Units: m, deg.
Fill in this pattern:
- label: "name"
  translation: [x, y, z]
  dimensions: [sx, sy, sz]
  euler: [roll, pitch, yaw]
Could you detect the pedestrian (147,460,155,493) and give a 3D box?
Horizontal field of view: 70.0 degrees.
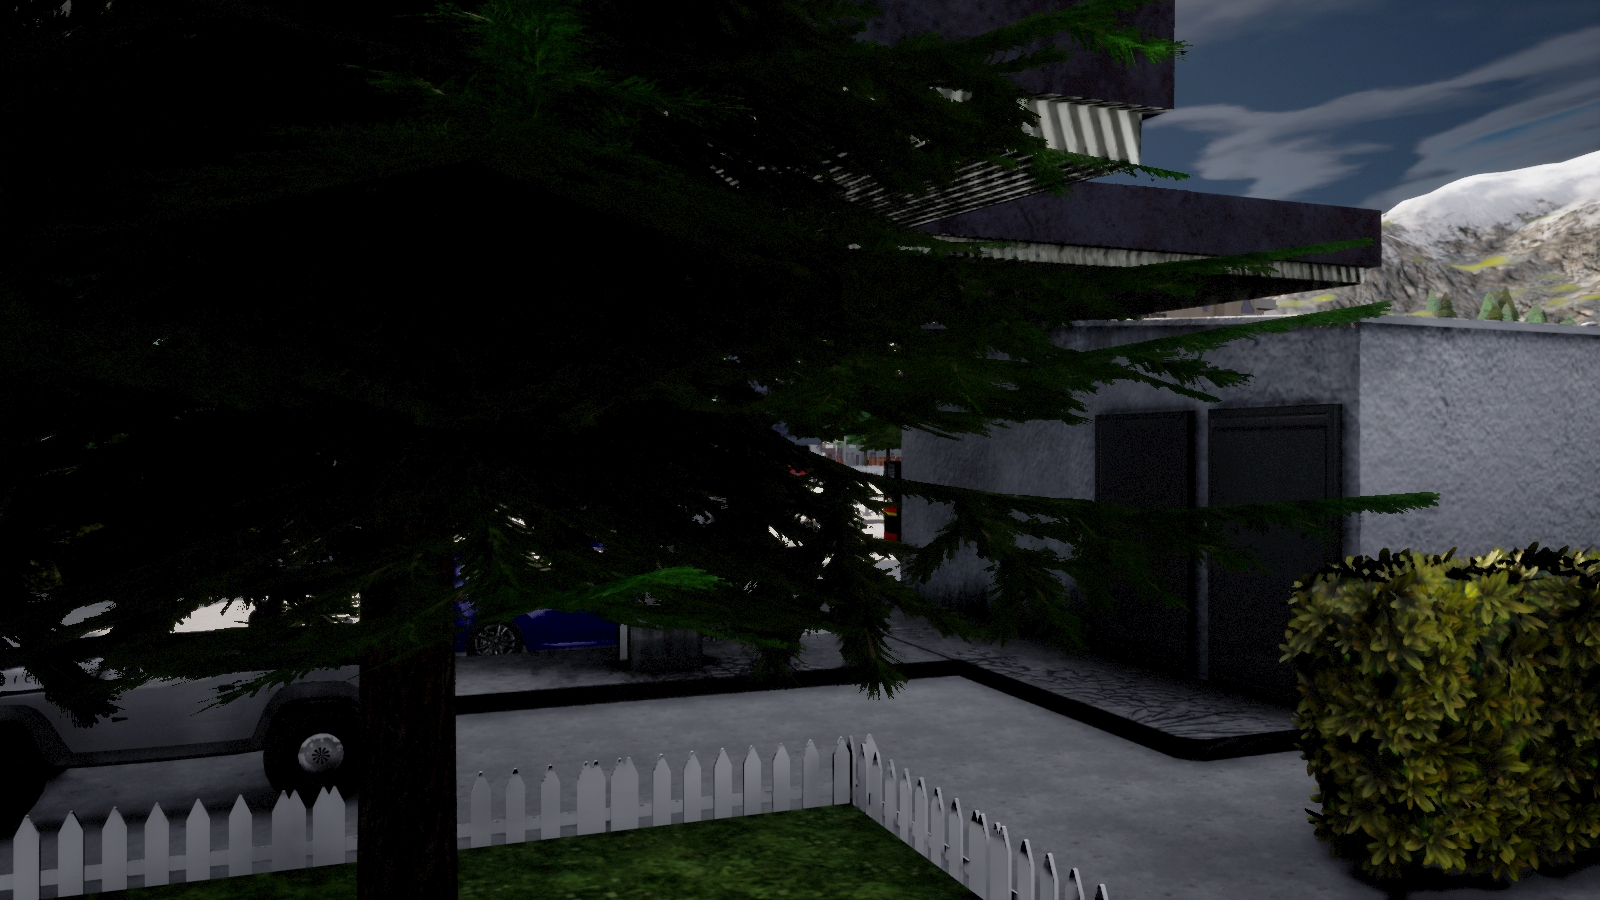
- label: "pedestrian"
  translation: [-36.603, 1.502, 64.430]
  dimensions: [0.375, 1.860, 0.375]
  euler: [0, 0, -21]
